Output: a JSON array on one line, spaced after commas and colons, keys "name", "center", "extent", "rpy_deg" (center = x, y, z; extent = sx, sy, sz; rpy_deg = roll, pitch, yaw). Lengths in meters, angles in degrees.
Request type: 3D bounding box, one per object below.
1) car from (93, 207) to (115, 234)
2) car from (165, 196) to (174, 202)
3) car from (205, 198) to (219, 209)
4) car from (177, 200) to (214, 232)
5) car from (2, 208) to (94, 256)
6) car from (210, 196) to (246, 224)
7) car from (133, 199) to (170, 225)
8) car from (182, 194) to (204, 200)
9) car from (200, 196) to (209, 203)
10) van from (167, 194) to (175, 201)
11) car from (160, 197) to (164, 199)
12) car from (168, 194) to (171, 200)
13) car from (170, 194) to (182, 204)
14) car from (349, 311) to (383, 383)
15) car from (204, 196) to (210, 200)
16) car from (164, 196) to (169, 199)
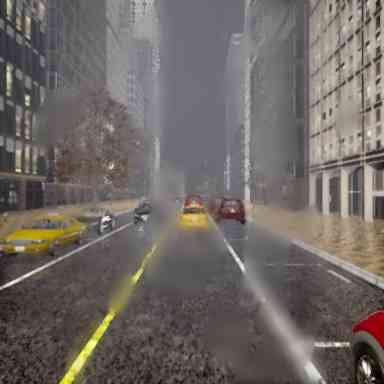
[{"name": "car", "center": [-5.637, 1.586, 19.205], "extent": [2.008, 1.369, 4.403], "rpy_deg": [0, 0, 0]}, {"name": "car", "center": [-5.473, 1.649, 81.820], "extent": [1.887, 1.381, 4.507], "rpy_deg": [0, 0, 0]}, {"name": "car", "center": [2.819, 1.599, 47.801], "extent": [1.752, 1.417, 4.829], "rpy_deg": [0, 0, 0]}, {"name": "car", "center": [0.154, 1.492, 20.505], "extent": [1.801, 1.575, 5.366], "rpy_deg": [0, 0, 0]}, {"name": "car", "center": [-5.653, 1.551, 13.341], "extent": [1.752, 1.417, 4.829], "rpy_deg": [0, 0, 0]}, {"name": "car", "center": [2.760, 1.358, 24.864], "extent": [2.192, 1.841, 5.009], "rpy_deg": [0, 0, 0]}, {"name": "car", "center": [-3.035, 1.535, 24.340], "extent": [2.128, 1.511, 4.902], "rpy_deg": [0, 0, 0]}, {"name": "car", "center": [0.208, 1.289, 40.667], "extent": [2.150, 2.045, 5.566], "rpy_deg": [0, 0, 0]}, {"name": "car", "center": [2.893, 1.665, 76.093], "extent": [1.947, 1.339, 4.313], "rpy_deg": [0, 0, 0]}, {"name": "van", "center": [-5.457, 1.449, 87.512], "extent": [1.690, 1.788, 3.998], "rpy_deg": [0, 0, 0]}, {"name": "car", "center": [-5.562, 1.641, 47.667], "extent": [1.947, 1.339, 4.313], "rpy_deg": [0, 0, 0]}, {"name": "car", "center": [-5.503, 1.647, 70.435], "extent": [2.008, 1.369, 4.403], "rpy_deg": [0, 0, 0]}, {"name": "car", "center": [-2.840, 1.614, 65.647], "extent": [1.812, 1.442, 4.674], "rpy_deg": [0, 0, 1]}, {"name": "car", "center": [2.699, 1.444, 2.095], "extent": [1.967, 1.590, 4.097], "rpy_deg": [0, 0, 0]}, {"name": "car", "center": [2.790, 1.375, 36.248], "extent": [2.192, 1.841, 5.009], "rpy_deg": [0, 0, 0]}, {"name": "car", "center": [-5.532, 1.668, 59.049], "extent": [1.802, 1.307, 4.206], "rpy_deg": [0, 0, 0]}]
